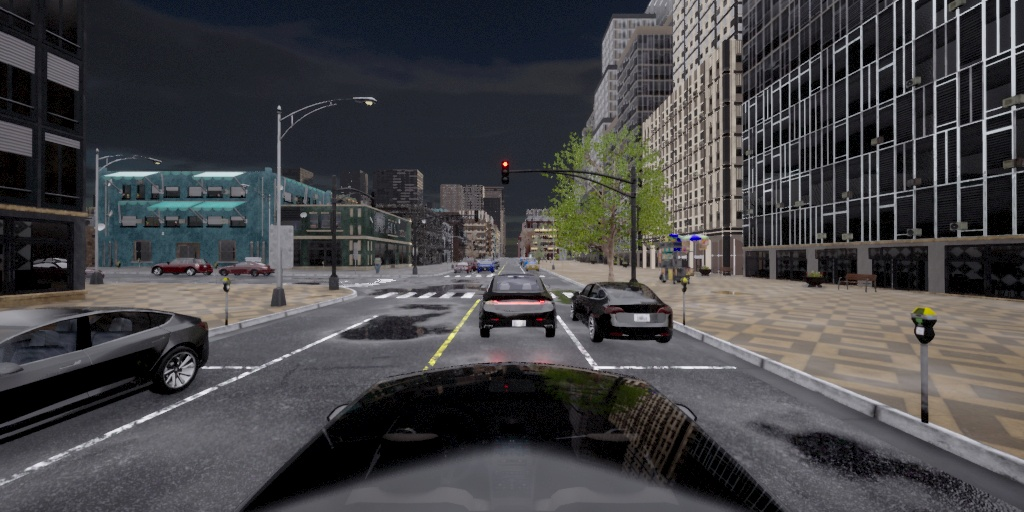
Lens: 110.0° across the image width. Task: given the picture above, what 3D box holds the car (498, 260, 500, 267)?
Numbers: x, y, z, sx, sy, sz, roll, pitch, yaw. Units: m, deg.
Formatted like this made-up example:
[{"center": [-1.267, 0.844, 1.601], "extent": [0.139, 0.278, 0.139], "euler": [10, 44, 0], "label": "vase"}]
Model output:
[{"center": [-3.082, 1.318, 53.512], "extent": [1.994, 1.385, 4.181], "euler": [0, 0, 1], "label": "car"}]

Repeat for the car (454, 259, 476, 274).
[{"center": [-5.692, 1.334, 41.987], "extent": [1.802, 1.307, 4.207], "euler": [0, 0, 0], "label": "car"}]

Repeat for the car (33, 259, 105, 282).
[{"center": [-28.251, 0.980, 22.442], "extent": [4.207, 1.307, 1.802], "euler": [0, 0, -1], "label": "car"}]

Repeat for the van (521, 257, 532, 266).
[{"center": [2.688, 1.094, 53.093], "extent": [1.690, 1.789, 3.998], "euler": [0, 0, 0], "label": "van"}]

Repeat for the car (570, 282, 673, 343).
[{"center": [2.691, 1.316, 9.512], "extent": [1.948, 1.339, 4.313], "euler": [0, 0, 0], "label": "car"}]

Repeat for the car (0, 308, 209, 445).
[{"center": [-5.689, 1.316, 3.972], "extent": [1.948, 1.339, 4.313], "euler": [0, 0, 0], "label": "car"}]

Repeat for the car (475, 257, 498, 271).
[{"center": [-3.103, 1.230, 43.661], "extent": [1.882, 1.535, 5.008], "euler": [0, 0, 0], "label": "car"}]

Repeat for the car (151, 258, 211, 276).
[{"center": [-28.370, 0.879, 30.822], "extent": [4.097, 1.591, 1.967], "euler": [0, 0, -1], "label": "car"}]

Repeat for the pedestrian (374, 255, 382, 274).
[{"center": [-12.751, 0.789, 33.992], "extent": [0.375, 1.860, 0.375], "euler": [0, -1, -1], "label": "pedestrian"}]

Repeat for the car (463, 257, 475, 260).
[{"center": [-5.692, 1.068, 47.538], "extent": [2.192, 1.841, 5.009], "euler": [0, 0, 0], "label": "car"}]

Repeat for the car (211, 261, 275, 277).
[{"center": [-22.823, 1.090, 30.900], "extent": [4.207, 1.307, 1.802], "euler": [0, 0, -1], "label": "car"}]

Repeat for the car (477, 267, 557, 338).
[{"center": [0.110, 1.242, 10.182], "extent": [2.128, 1.511, 4.902], "euler": [0, 0, -1], "label": "car"}]

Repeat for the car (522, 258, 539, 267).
[{"center": [2.688, 1.278, 47.711], "extent": [1.751, 1.417, 4.829], "euler": [0, 0, 0], "label": "car"}]

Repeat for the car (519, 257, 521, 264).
[{"center": [2.687, 1.305, 64.194], "extent": [2.007, 1.370, 4.403], "euler": [0, 0, 0], "label": "car"}]
